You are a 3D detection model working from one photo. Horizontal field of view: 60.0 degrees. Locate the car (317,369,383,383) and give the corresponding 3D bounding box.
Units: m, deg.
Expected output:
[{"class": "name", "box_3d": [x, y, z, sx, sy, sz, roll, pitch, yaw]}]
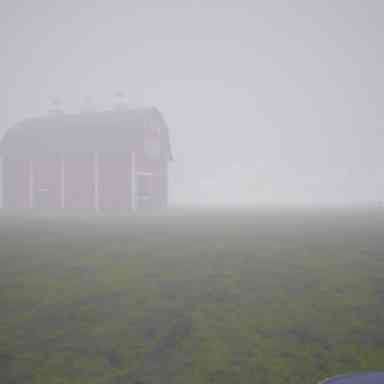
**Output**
[{"class": "car", "box_3d": [2.883, 1.528, 1.579, 4.674, 1.442, 1.812, 0, 0, 9]}]
